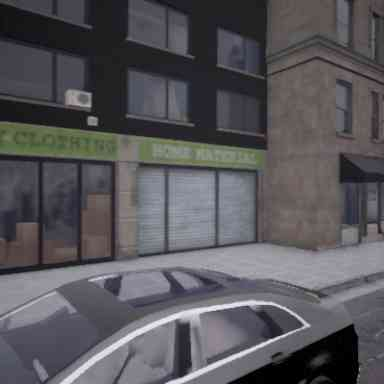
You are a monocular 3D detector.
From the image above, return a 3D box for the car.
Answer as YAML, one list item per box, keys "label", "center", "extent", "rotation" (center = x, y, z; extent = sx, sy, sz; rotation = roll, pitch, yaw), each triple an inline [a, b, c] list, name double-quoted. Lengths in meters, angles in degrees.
- label: "car"
  center: [-0.605, 1.494, 2.638]
  extent: [4.902, 1.511, 2.128]
  rotation: [0, 0, -35]
